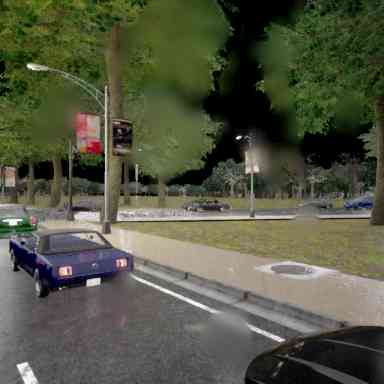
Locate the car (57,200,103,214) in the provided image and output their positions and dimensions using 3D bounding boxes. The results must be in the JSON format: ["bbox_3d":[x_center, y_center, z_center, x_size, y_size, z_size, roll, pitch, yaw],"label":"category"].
[{"bbox_3d":[-12.094,1.577,36.233,4.902,1.511,2.128,0,0,-14],"label":"car"}]

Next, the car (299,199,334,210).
[{"bbox_3d":[17.619,1.758,47.177,4.902,1.511,2.128,0,0,-14],"label":"car"}]

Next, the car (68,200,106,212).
[{"bbox_3d":[-12.375,1.650,39.512,4.181,1.385,1.994,0,0,-14],"label":"car"}]

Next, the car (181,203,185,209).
[{"bbox_3d":[0.998,1.669,42.940,4.892,1.490,1.837,0,0,-14],"label":"car"}]

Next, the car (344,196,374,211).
[{"bbox_3d":[23.525,1.527,45.306,5.566,2.045,2.150,1,0,-14],"label":"car"}]

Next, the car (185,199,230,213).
[{"bbox_3d":[2.085,1.670,39.864,4.892,1.490,1.837,0,0,-14],"label":"car"}]

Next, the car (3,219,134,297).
[{"bbox_3d":[-3.419,1.601,8.719,1.895,1.301,4.718,0,0,-38],"label":"car"}]

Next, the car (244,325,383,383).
[{"bbox_3d":[2.352,1.478,1.244,1.882,1.535,5.008,0,0,-38],"label":"car"}]

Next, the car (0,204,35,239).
[{"bbox_3d":[-8.909,1.352,15.837,2.097,1.767,4.553,0,0,-38],"label":"car"}]
